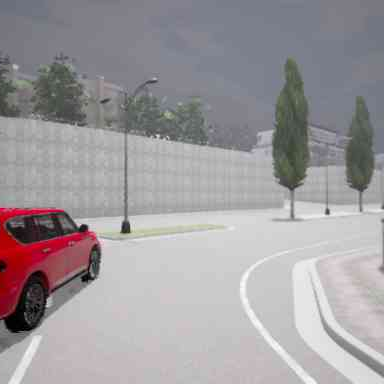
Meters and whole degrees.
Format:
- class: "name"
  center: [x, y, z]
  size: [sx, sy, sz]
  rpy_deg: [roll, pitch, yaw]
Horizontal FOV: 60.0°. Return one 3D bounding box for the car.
- class: "car"
  center: [-3.691, 1.328, 7.174]
  size: [2.150, 2.045, 5.566]
  rpy_deg: [0, -1, 1]
